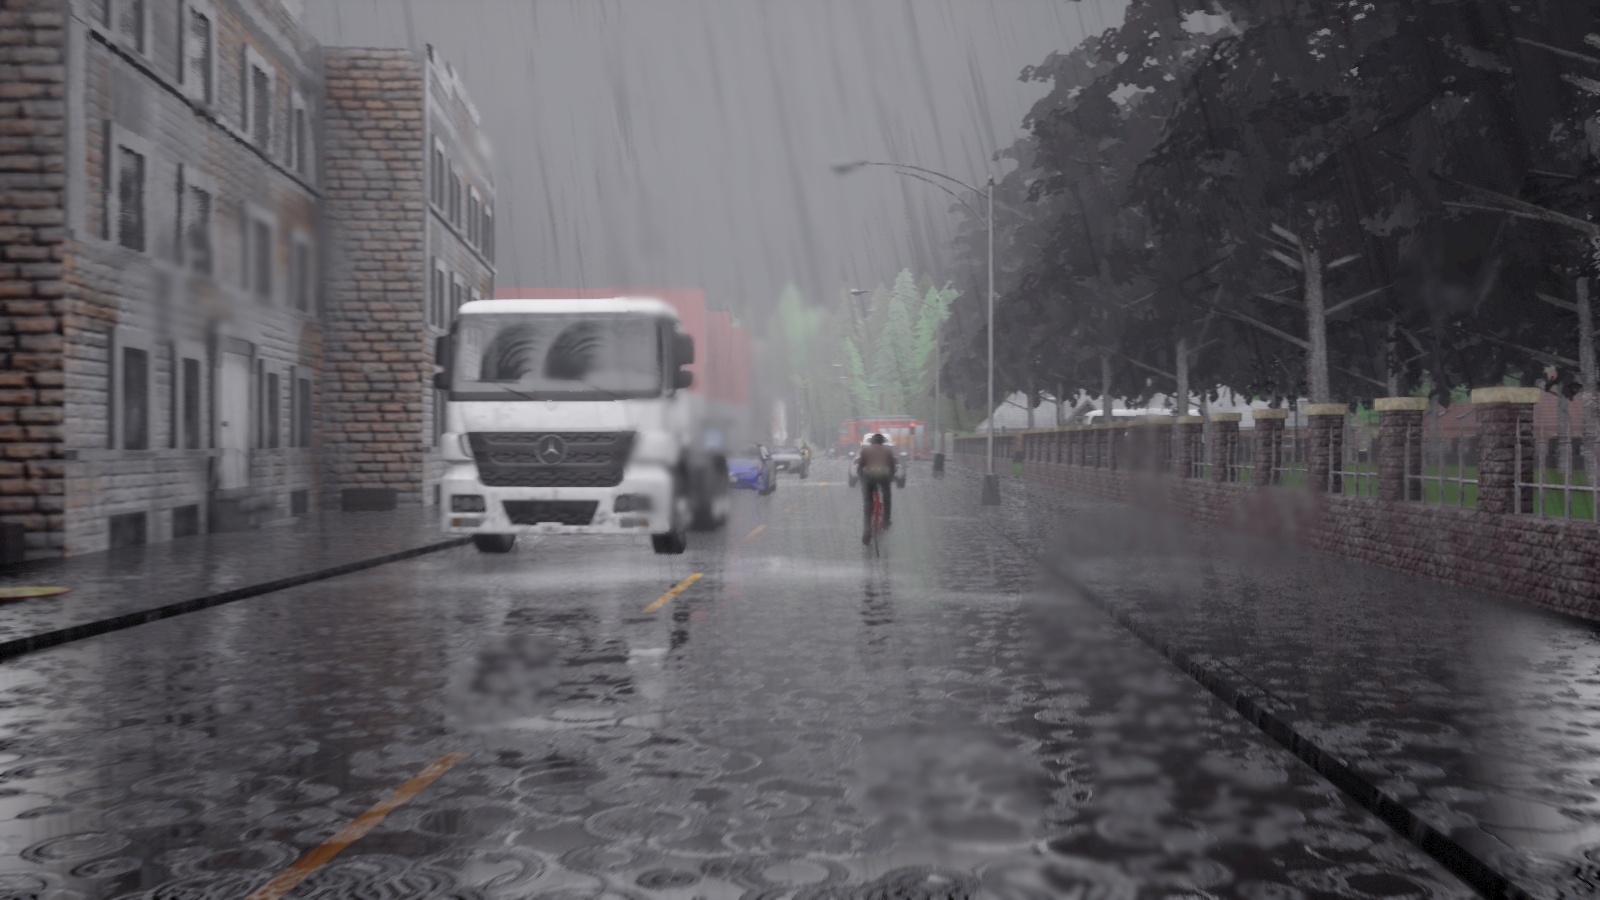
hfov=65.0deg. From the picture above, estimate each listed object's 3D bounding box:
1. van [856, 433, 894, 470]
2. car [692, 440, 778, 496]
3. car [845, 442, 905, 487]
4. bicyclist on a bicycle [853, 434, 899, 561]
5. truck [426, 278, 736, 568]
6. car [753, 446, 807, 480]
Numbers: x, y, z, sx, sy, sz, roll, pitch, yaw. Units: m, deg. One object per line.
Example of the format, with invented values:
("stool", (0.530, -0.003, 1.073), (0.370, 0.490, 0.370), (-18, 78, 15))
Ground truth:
("van", (4.281, 0.070, 71.666), (2.069, 2.038, 4.480), (0, 0, 4))
("car", (-1.820, 0.483, 36.698), (2.007, 1.525, 4.514), (0, 0, 3))
("car", (2.564, 0.471, 43.080), (1.970, 1.475, 3.806), (0, 0, 3))
("bicyclist on a bicycle", (1.014, 0.605, 16.833), (0.582, 1.620, 1.656), (0, 0, 3))
("truck", (-2.855, -0.347, 19.073), (2.891, 3.462, 7.936), (0, 0, 3))
("car", (-0.813, 0.506, 53.561), (1.994, 1.385, 4.181), (0, 0, 4))
